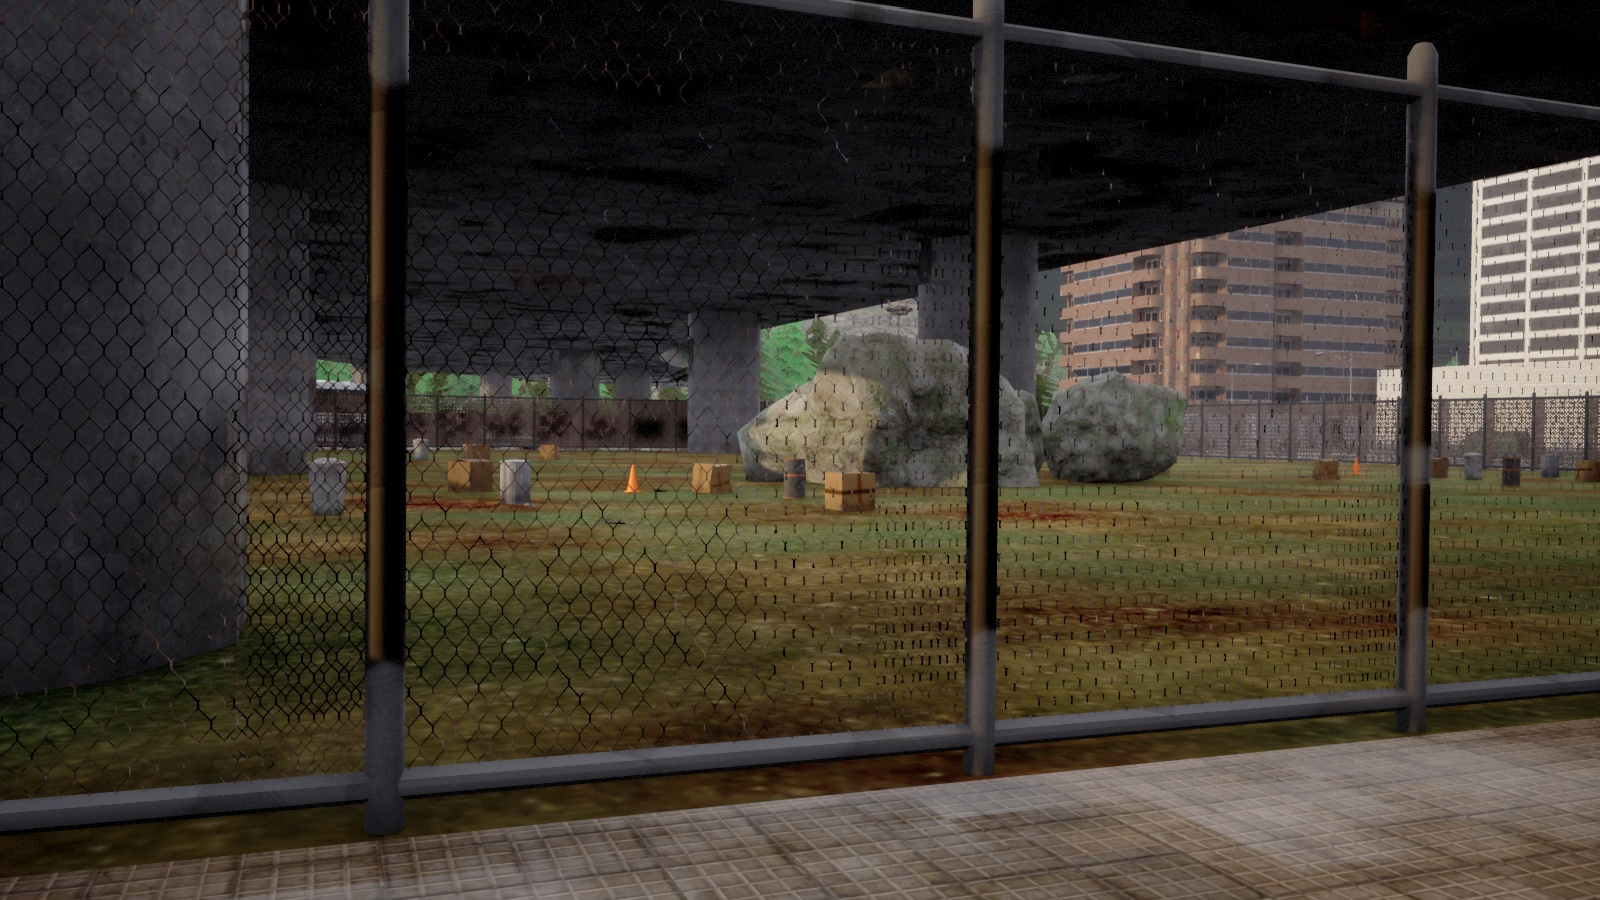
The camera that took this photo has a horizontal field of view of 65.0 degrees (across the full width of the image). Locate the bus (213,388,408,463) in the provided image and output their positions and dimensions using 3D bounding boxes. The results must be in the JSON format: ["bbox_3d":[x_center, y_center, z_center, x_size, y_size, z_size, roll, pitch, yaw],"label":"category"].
[{"bbox_3d":[-29.623,-1.501,76.404,10.273,4.253,3.944,-2,1,-45],"label":"bus"}]

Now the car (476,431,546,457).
[{"bbox_3d":[-18.175,-0.393,79.025,3.988,1.617,1.851,-1,1,-23],"label":"car"}]
